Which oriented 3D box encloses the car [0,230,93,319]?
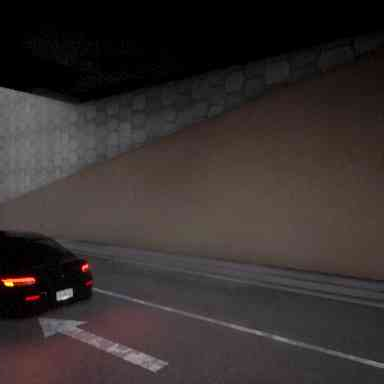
[{"bbox_3d":[-3.955,1.519,6.793,4.674,1.442,1.812,0,0,36],"label":"car"}]
